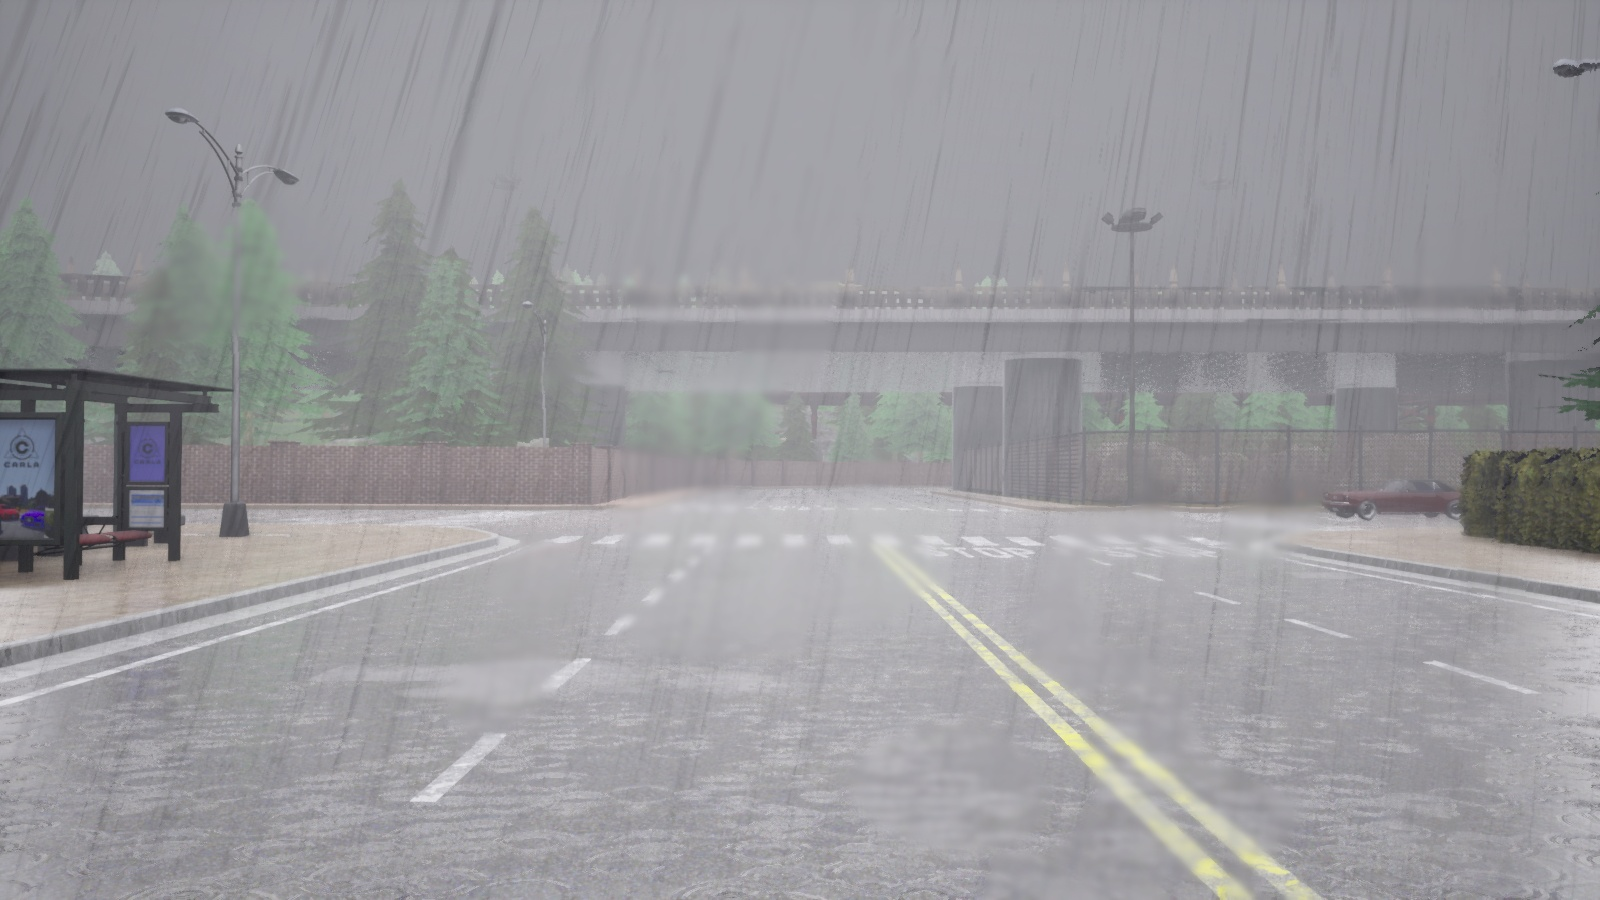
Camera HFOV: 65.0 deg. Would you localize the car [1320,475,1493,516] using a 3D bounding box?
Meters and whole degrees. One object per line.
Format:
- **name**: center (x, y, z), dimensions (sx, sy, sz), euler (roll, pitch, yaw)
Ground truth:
- **car**: center (19.688, 1.466, 40.901), dimensions (4.718, 1.301, 1.895), euler (0, -1, 0)
